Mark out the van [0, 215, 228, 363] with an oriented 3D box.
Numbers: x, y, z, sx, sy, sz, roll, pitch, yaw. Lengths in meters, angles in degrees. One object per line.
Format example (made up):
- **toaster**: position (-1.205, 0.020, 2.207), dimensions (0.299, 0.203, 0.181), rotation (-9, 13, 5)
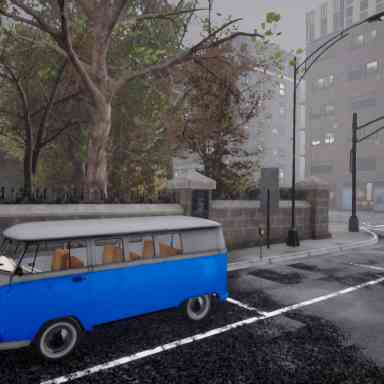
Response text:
- **van**: position (-1.246, 1.342, 5.601), dimensions (3.998, 1.788, 1.690), rotation (0, 1, -35)
